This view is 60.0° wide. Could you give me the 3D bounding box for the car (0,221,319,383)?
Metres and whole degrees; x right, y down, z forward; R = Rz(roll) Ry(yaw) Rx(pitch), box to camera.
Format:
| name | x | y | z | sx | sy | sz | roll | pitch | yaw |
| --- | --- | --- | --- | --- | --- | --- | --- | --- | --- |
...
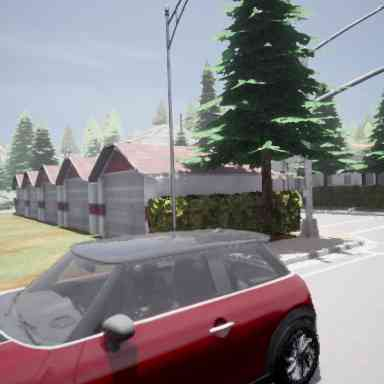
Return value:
| name | x | y | z | sx | sy | sz | roll | pitch | yaw |
| --- | --- | --- | --- | --- | --- | --- | --- | --- | --- |
| car | -0.748 | 1.299 | 3.478 | 4.553 | 1.767 | 2.097 | -2 | 1 | -36 |
